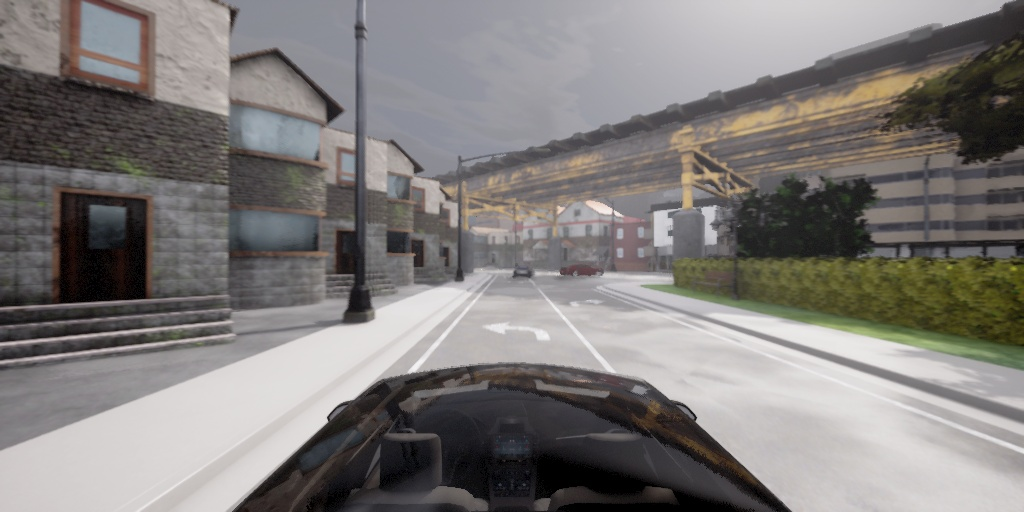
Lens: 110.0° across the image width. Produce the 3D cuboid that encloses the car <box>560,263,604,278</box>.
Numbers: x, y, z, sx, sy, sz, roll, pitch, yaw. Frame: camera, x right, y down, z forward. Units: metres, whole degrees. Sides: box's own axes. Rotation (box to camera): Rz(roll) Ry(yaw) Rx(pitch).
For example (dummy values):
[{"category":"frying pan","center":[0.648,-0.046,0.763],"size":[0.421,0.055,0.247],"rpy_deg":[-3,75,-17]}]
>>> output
[{"category":"car","center":[7.682,1.544,39.284],"size":[5.008,1.535,1.882],"rpy_deg":[0,-1,-23]}]

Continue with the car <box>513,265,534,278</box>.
[{"category":"car","center":[1.296,1.628,38.943],"size":[1.994,1.385,4.181],"rpy_deg":[0,0,8]}]
